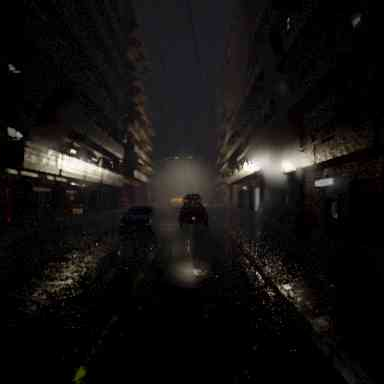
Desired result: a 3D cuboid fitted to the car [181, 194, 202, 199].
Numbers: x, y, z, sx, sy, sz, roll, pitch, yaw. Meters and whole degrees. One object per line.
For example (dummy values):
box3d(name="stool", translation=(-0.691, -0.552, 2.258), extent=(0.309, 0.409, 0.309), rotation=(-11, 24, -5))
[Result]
box3d(name="car", translation=(0.096, 1.223, 41.387), extent=(2.150, 2.045, 5.566), rotation=(0, 0, 0))

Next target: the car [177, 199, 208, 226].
box3d(name="car", translation=(0.097, 1.488, 23.335), extent=(1.882, 1.535, 5.008), rotation=(0, 0, 0))

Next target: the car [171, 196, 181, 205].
box3d(name="car", translation=(-2.789, 1.462, 60.292), extent=(1.882, 1.535, 5.008), rotation=(0, 0, 1))

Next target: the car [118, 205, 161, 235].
box3d(name="car", translation=(-2.851, 1.487, 18.917), extent=(1.882, 1.535, 5.008), rotation=(0, 0, 0))
